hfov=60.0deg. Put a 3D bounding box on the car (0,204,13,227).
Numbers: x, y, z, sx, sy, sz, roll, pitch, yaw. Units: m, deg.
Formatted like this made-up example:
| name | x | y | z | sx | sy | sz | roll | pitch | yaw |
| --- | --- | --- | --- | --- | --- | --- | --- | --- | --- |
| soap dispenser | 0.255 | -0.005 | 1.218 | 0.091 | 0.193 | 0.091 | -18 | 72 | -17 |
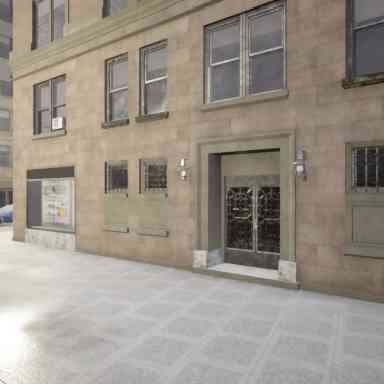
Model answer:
| name | x | y | z | sx | sy | sz | roll | pitch | yaw |
| --- | --- | --- | --- | --- | --- | --- | --- | --- | --- |
| car | -11.884 | 1.512 | 23.025 | 2.033 | 1.411 | 5.357 | 0 | 0 | 39 |
